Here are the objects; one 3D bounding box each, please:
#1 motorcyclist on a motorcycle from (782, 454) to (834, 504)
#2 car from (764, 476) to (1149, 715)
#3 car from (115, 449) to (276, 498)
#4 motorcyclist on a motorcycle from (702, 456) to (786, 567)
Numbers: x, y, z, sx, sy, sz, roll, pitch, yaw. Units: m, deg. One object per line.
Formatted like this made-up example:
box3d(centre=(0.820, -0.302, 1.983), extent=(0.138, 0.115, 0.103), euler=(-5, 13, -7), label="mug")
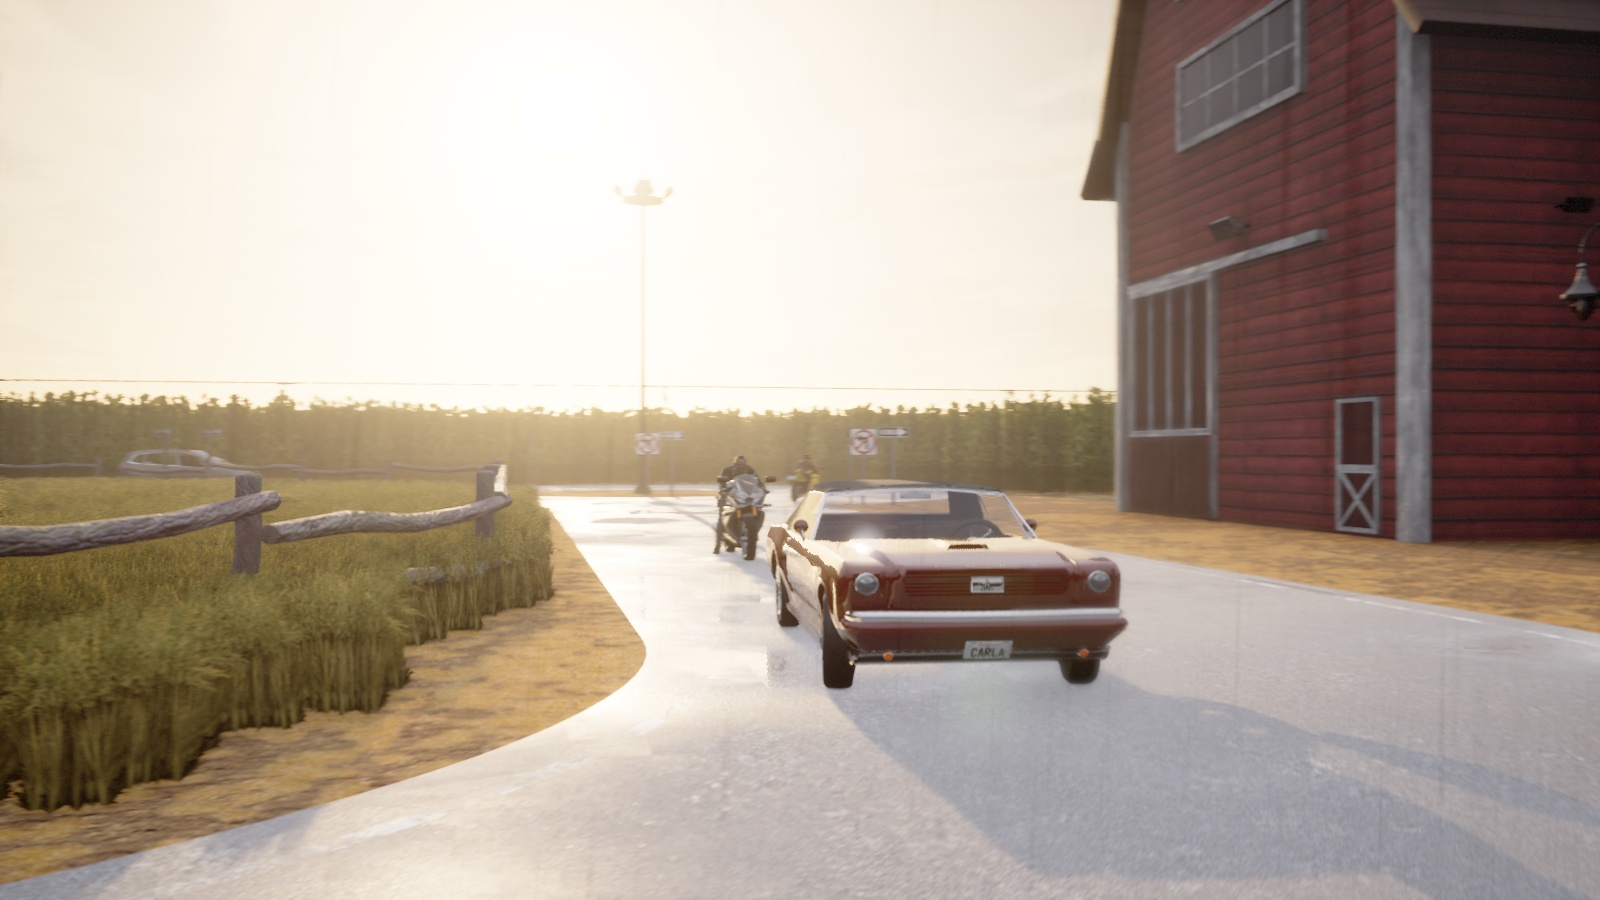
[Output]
box3d(centre=(0.273, 0.881, 39.637), extent=(0.797, 1.523, 2.044), euler=(1, 0, 26), label="motorcyclist on a motorcycle")
box3d(centre=(0.868, 0.891, 9.733), extent=(1.895, 1.301, 4.718), euler=(0, 0, -7), label="car")
box3d(centre=(-21.081, 0.810, 43.978), extent=(4.611, 1.667, 2.242), euler=(0, 0, -7), label="car")
box3d(centre=(-0.868, 0.862, 18.635), extent=(0.866, 1.530, 2.191), euler=(0, 0, -13), label="motorcyclist on a motorcycle")
